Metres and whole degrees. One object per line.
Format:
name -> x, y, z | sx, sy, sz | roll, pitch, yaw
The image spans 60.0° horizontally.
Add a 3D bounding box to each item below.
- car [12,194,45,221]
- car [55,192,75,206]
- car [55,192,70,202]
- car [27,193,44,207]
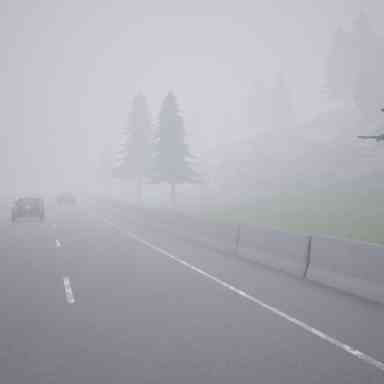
car -> -12.593, 1.154, 25.772 | 2.097, 1.767, 4.553 | 0, 1, -24
car -> -16.464, 0.848, 43.317 | 2.097, 1.767, 4.553 | 0, 1, -24
car -> -20.638, 0.740, 52.842 | 2.128, 1.511, 4.902 | 0, 1, -24
car -> -19.677, 0.970, 41.930 | 1.882, 1.535, 5.008 | 0, 1, -24
